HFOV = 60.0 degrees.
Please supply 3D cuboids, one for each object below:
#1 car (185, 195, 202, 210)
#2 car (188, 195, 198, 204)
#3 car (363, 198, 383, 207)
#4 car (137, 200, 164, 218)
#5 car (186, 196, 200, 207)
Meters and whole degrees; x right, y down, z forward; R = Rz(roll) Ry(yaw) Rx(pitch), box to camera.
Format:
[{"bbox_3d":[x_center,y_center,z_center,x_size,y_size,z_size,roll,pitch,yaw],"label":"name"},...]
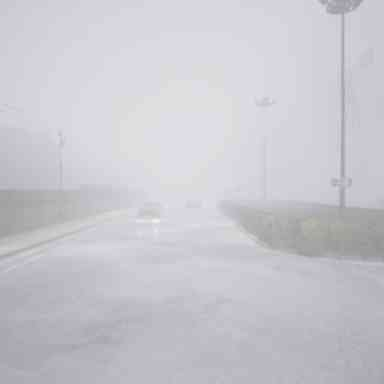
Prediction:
[{"bbox_3d":[0.202,1.420,40.185,1.994,1.385,4.181,0,0,0],"label":"car"},{"bbox_3d":[0.161,1.309,60.605,1.812,1.442,4.674,0,0,0],"label":"car"},{"bbox_3d":[22.241,1.392,38.902,3.905,1.438,1.784,0,0,0],"label":"car"},{"bbox_3d":[-3.479,1.442,28.907,2.033,1.411,5.357,0,0,1],"label":"car"},{"bbox_3d":[0.133,1.368,50.244,2.033,1.411,5.357,0,0,0],"label":"car"}]
